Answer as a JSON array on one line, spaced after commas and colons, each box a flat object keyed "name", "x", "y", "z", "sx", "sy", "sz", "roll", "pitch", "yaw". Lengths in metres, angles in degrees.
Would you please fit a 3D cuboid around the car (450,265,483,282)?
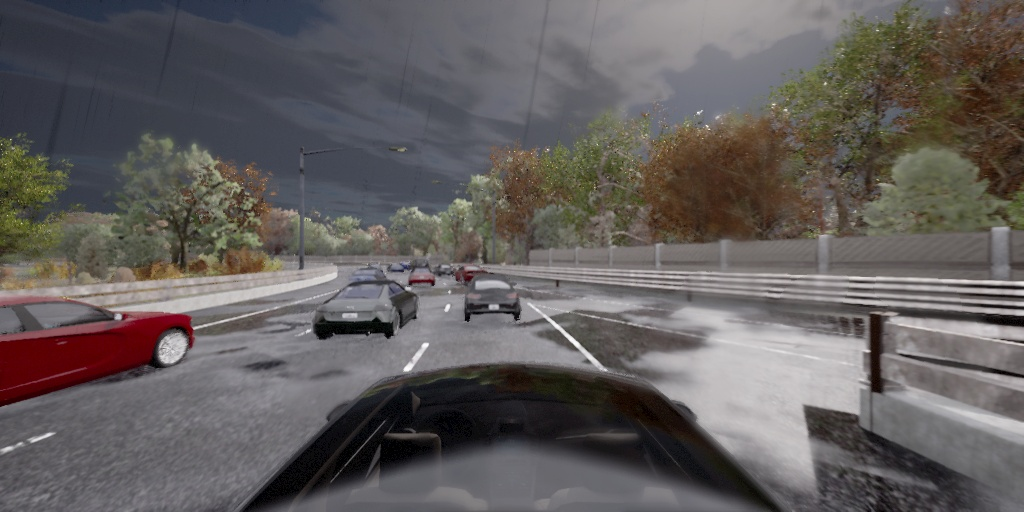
[{"name": "car", "x": -3.527, "y": 1.489, "z": 30.143, "sx": 1.882, "sy": 1.535, "sz": 5.008, "roll": 0, "pitch": -1, "yaw": -21}]

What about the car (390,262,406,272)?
[{"name": "car", "x": -18.030, "y": 1.829, "z": 55.223, "sx": 1.994, "sy": 1.385, "sz": 4.181, "roll": 0, "pitch": -1, "yaw": -28}]

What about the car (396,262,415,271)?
[{"name": "car", "x": -18.668, "y": 1.811, "z": 62.677, "sx": 1.882, "sy": 1.535, "sz": 5.008, "roll": 0, "pitch": 0, "yaw": -33}]

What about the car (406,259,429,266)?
[{"name": "car", "x": -14.318, "y": 1.484, "z": 55.469, "sx": 2.150, "sy": 2.045, "sz": 5.566, "roll": 0, "pitch": 0, "yaw": -28}]

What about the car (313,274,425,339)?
[{"name": "car", "x": -3.993, "y": 1.399, "z": 10.481, "sx": 1.994, "sy": 1.385, "sz": 4.181, "roll": 0, "pitch": 0, "yaw": -4}]

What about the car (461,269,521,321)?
[{"name": "car", "x": -0.783, "y": 1.378, "z": 12.994, "sx": 1.812, "sy": 1.442, "sz": 4.674, "roll": 0, "pitch": 0, "yaw": -6}]

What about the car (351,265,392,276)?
[{"name": "car", "x": -9.635, "y": 1.518, "z": 24.135, "sx": 2.033, "sy": 1.411, "sz": 5.357, "roll": 0, "pitch": -1, "yaw": -13}]

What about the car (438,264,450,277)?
[{"name": "car", "x": -7.900, "y": 1.652, "z": 41.987, "sx": 1.812, "sy": 1.442, "sz": 4.674, "roll": 0, "pitch": 0, "yaw": -20}]

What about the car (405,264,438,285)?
[{"name": "car", "x": -7.206, "y": 1.569, "z": 28.588, "sx": 1.994, "sy": 1.385, "sz": 4.181, "roll": 0, "pitch": -1, "yaw": -15}]

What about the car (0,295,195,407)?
[{"name": "car", "x": -7.088, "y": 1.271, "z": 4.944, "sx": 1.882, "sy": 1.535, "sz": 5.008, "roll": 0, "pitch": -1, "yaw": -2}]
